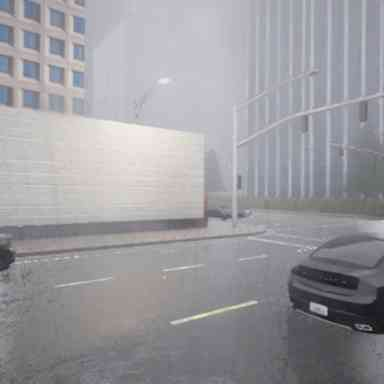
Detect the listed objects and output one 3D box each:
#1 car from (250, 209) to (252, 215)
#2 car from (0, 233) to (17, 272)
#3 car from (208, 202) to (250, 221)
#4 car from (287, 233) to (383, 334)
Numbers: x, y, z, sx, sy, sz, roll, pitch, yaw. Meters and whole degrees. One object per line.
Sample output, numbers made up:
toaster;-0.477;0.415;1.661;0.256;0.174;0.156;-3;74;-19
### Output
car;4.062;1.810;34.620;2.128;1.511;4.902;1;0;-36
car;-6.837;1.491;7.712;4.892;1.490;1.837;1;0;-36
car;2.499;1.826;30.788;2.033;1.411;5.357;1;0;-36
car;3.961;1.585;6.606;4.892;1.490;1.837;0;0;-35
